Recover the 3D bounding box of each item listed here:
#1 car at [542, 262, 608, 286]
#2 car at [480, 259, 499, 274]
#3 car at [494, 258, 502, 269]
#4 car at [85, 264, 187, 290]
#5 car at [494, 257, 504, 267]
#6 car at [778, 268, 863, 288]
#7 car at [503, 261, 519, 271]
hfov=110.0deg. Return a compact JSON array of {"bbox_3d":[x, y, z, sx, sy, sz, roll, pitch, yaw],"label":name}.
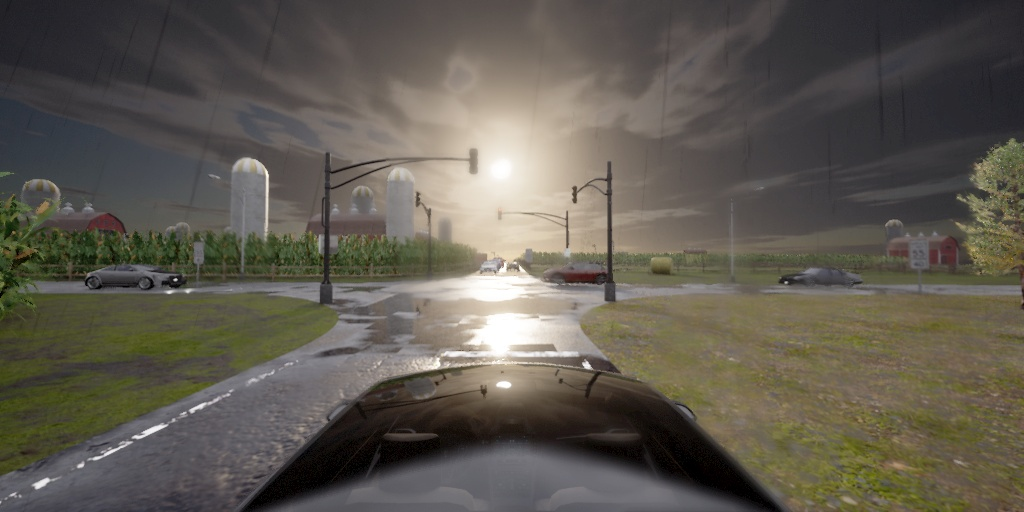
[{"bbox_3d":[4.468,1.170,25.362,4.553,1.767,2.097,1,0,-4],"label":"car"},{"bbox_3d":[-2.786,1.381,43.452,1.812,1.442,4.674,0,0,-1],"label":"car"},{"bbox_3d":[-2.833,1.409,52.711,1.812,1.442,4.674,0,0,0],"label":"car"},{"bbox_3d":[-20.959,1.147,20.106,4.181,1.385,1.994,0,-1,-3],"label":"car"},{"bbox_3d":[-2.844,1.395,62.630,1.882,1.535,5.008,0,0,0],"label":"car"},{"bbox_3d":[22.887,1.604,26.636,5.357,1.411,2.033,1,-1,-4],"label":"car"},{"bbox_3d":[0.093,1.485,52.839,1.895,1.301,4.718,0,0,0],"label":"car"}]
